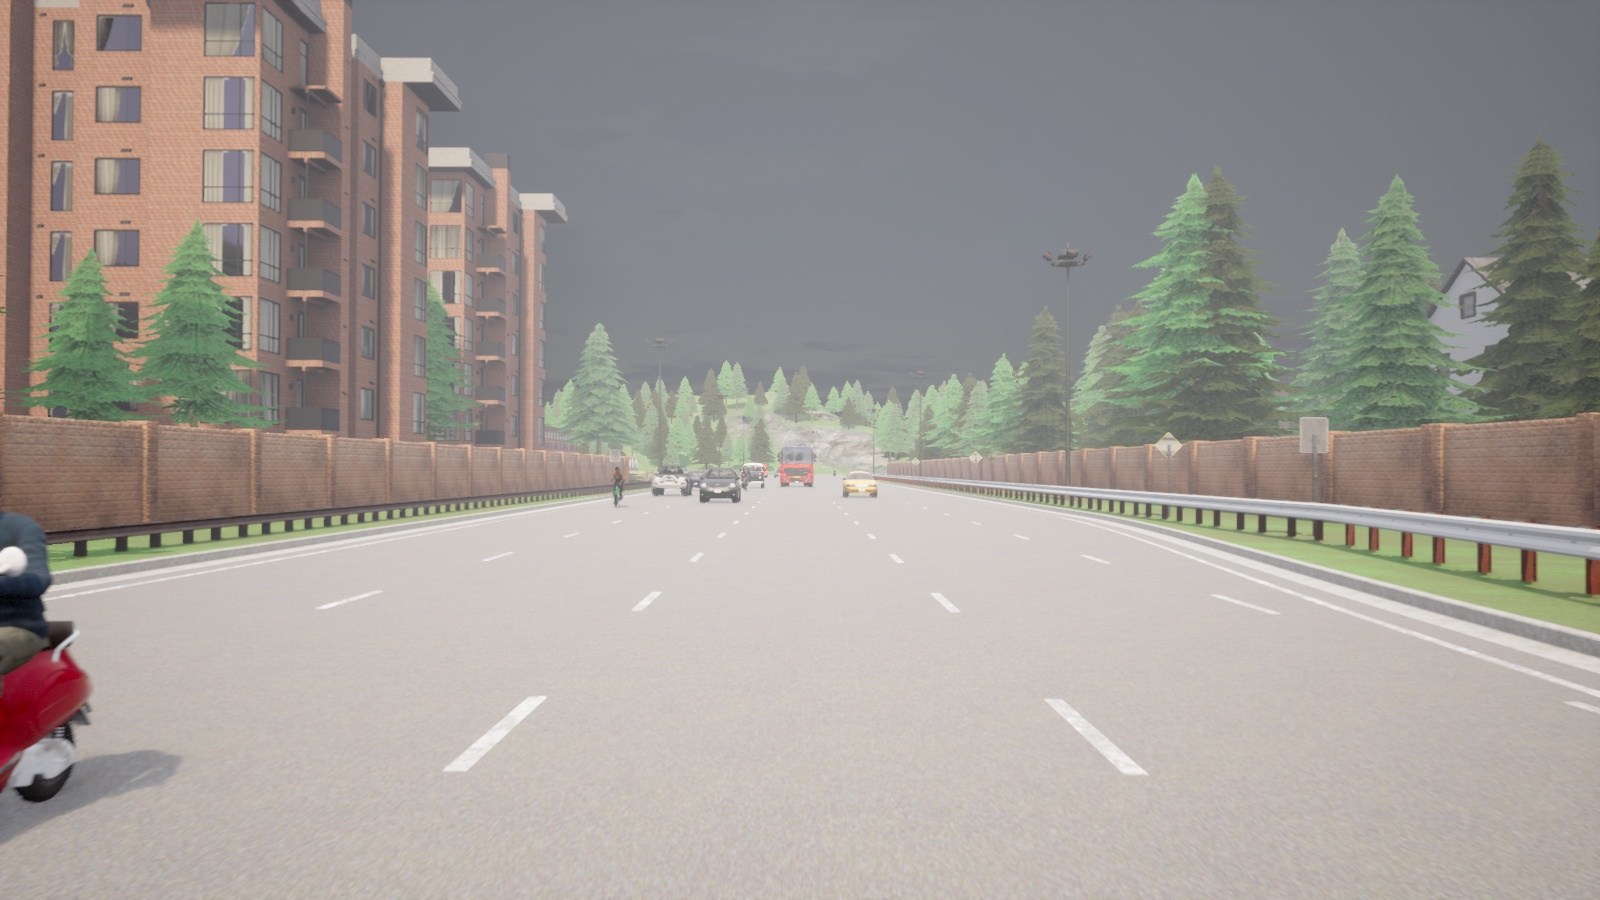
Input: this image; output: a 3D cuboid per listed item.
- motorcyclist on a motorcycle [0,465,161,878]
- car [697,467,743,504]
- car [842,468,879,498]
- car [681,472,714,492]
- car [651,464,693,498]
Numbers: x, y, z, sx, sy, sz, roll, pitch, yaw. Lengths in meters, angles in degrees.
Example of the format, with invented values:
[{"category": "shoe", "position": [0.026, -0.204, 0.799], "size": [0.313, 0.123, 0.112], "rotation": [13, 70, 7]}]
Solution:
[{"category": "motorcyclist on a motorcycle", "position": [-3.513, 0.857, 5.142], "size": [0.866, 1.590, 1.817], "rotation": [0, -1, 0]}, {"category": "car", "position": [-3.643, 1.599, 57.652], "size": [1.851, 1.617, 3.988], "rotation": [0, -1, 0]}, {"category": "car", "position": [3.330, 1.796, 69.810], "size": [1.801, 1.575, 5.366], "rotation": [0, -1, 0]}, {"category": "car", "position": [-7.215, 2.245, 88.378], "size": [1.994, 1.385, 4.181], "rotation": [0, -1, 0]}, {"category": "car", "position": [-7.173, 1.731, 70.820], "size": [1.932, 1.855, 4.605], "rotation": [0, -1, 0]}]
